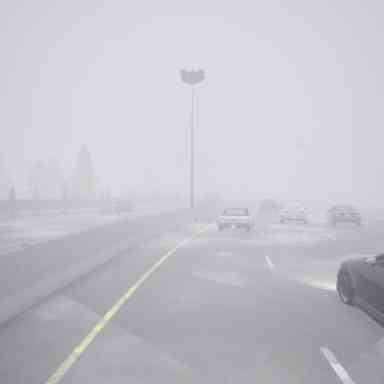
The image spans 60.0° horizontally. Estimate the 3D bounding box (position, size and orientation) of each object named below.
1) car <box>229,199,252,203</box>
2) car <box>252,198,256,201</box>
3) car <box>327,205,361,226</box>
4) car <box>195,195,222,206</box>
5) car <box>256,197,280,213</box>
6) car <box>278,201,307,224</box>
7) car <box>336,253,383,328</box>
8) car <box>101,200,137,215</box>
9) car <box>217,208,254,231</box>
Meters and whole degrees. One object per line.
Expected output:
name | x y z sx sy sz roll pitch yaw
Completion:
car | 6.871 1.709 49.335 1.812 1.442 4.674 0 -1 31
car | 14.456 1.742 71.162 1.812 1.442 4.674 0 -1 42
car | 11.035 1.621 24.358 2.033 1.411 5.357 0 0 18
car | 2.489 1.395 48.819 2.150 2.045 5.566 0 0 30
car | 9.279 1.479 38.596 2.097 1.767 4.553 0 0 25
car | 7.887 1.598 25.769 1.812 1.442 4.674 0 0 17
car | 3.951 1.585 5.360 1.994 1.385 4.181 0 0 4
car | -7.611 1.583 34.967 1.837 1.490 4.892 0 0 20
car | 2.864 1.647 20.915 1.895 1.301 4.718 0 0 14
